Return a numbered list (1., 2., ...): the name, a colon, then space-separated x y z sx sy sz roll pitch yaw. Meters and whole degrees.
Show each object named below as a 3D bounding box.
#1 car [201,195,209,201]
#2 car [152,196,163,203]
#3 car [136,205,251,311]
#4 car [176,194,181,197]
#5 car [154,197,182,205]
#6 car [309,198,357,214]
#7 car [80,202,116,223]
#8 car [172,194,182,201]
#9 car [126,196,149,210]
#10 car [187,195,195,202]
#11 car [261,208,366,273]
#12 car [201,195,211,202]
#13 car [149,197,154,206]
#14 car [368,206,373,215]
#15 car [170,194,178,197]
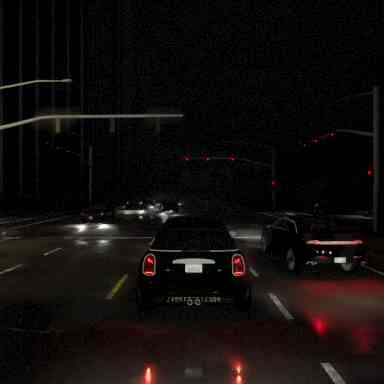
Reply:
1. car: 3.334 1.478 87.928 1.882 1.535 5.008 0 0 0
2. car: -7.132 1.601 69.037 1.895 1.301 4.718 0 0 0
3. car: 0.042 1.352 7.931 2.097 1.767 4.553 0 0 0
4. car: -3.656 1.507 66.505 1.837 1.490 4.892 0 -1 0
5. car: -2.753 1.576 37.728 2.033 1.411 5.357 0 0 -13
6. car: 14.606 1.407 34.682 4.553 1.767 2.097 0 0 2
7. car: -7.149 1.554 25.805 1.812 1.442 4.674 0 0 0
8. car: -3.654 1.315 81.294 2.097 1.767 4.553 0 0 0
9. car: -7.180 1.352 43.054 2.097 1.767 4.553 0 0 0
10. car: -0.147 1.478 77.845 1.882 1.535 5.008 0 0 0
11. car: 3.599 1.492 10.741 2.128 1.511 4.902 0 0 -3
12. car: 3.353 1.500 77.829 1.837 1.490 4.892 0 0 0
13. car: -7.193 1.526 54.463 1.812 1.442 4.674 0 0 0
14. car: 19.117 1.560 31.129 4.892 1.490 1.837 0 0 0
15. car: -3.690 1.491 50.351 2.128 1.511 4.902 0 0 0
